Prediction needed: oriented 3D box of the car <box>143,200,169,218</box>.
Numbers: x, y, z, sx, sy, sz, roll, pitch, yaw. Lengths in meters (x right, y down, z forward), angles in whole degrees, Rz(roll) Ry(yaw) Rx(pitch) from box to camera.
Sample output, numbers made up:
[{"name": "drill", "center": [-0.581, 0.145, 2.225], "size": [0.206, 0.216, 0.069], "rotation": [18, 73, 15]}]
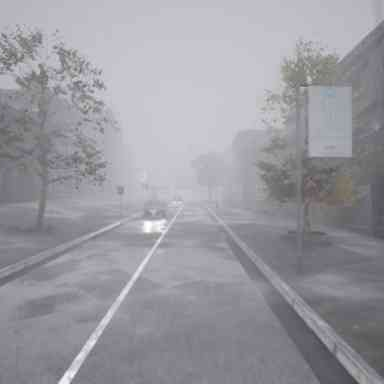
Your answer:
[{"name": "car", "center": [-3.094, 1.438, 29.240], "size": [2.128, 1.511, 4.902], "rotation": [0, 0, 0]}]

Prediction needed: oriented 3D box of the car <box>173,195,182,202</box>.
[{"name": "car", "center": [-3.127, 1.297, 71.053], "size": [2.128, 1.511, 4.902], "rotation": [0, 1, 0]}]
